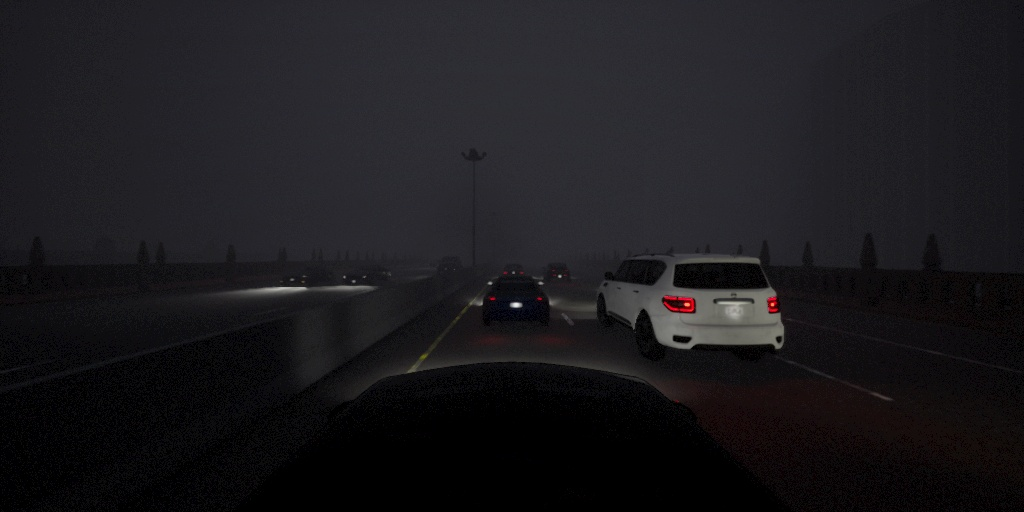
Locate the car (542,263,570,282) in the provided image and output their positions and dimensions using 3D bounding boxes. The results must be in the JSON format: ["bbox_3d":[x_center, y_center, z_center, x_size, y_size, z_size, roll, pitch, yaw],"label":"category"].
[{"bbox_3d":[3.622,1.288,29.550,1.837,1.490,4.892,0,0,0],"label":"car"}]

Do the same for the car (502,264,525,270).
[{"bbox_3d":[0.122,1.330,29.778,2.033,1.411,5.357,0,0,0],"label":"car"}]

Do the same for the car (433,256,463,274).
[{"bbox_3d":[-7.056,1.031,41.111,2.150,2.045,5.566,0,0,1],"label":"car"}]

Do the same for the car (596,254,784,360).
[{"bbox_3d":[3.606,0.975,8.500,2.150,2.045,5.566,0,0,0],"label":"car"}]

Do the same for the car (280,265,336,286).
[{"bbox_3d":[-14.079,1.330,24.937,1.994,1.385,4.181,0,0,0],"label":"car"}]

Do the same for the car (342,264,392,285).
[{"bbox_3d":[-10.579,1.318,26.632,2.033,1.411,5.357,0,0,0],"label":"car"}]

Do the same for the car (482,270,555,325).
[{"bbox_3d":[0.112,1.319,11.839,1.994,1.385,4.181,0,0,0],"label":"car"}]
